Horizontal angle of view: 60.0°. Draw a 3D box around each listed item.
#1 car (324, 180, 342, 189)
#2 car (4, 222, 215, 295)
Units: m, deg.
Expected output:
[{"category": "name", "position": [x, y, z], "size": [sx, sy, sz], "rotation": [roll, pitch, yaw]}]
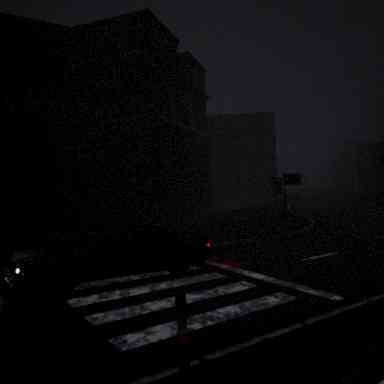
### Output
[{"category": "car", "position": [25.663, -1.467, 60.717], "size": [1.882, 1.535, 5.008], "rotation": [-3, 1, 5]}, {"category": "car", "position": [-1.926, 1.542, 8.915], "size": [5.357, 1.411, 2.033], "rotation": [0, 0, -34]}]
